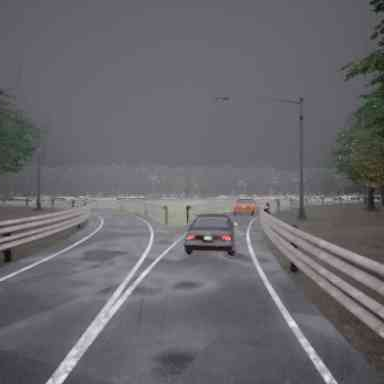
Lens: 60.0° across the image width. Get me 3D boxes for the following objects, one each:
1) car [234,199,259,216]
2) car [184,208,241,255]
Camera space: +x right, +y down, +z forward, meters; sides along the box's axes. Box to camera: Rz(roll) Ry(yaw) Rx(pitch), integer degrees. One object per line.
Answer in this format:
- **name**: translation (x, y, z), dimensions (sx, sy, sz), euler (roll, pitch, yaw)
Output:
- **car**: translation (5.741, 1.490, 34.865), dimensions (2.097, 1.767, 4.553), euler (0, 0, 18)
- **car**: translation (0.861, 1.603, 13.645), dimensions (2.033, 1.411, 5.357), euler (0, 0, 7)
